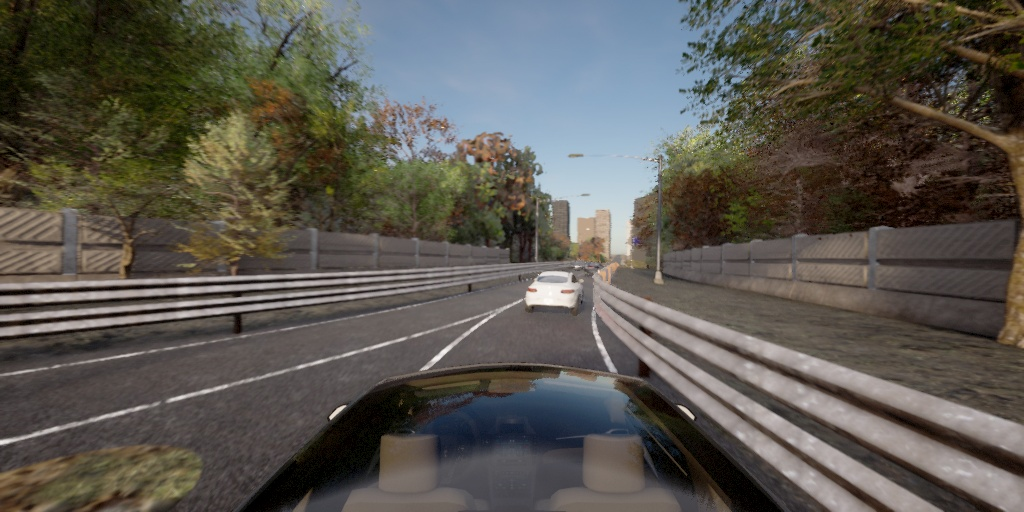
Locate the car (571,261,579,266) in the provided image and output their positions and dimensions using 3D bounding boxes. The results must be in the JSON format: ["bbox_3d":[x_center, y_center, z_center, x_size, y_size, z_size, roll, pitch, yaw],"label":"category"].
[{"bbox_3d":[10.110,1.439,54.437,2.128,1.511,4.902,1,0,17],"label":"car"}]

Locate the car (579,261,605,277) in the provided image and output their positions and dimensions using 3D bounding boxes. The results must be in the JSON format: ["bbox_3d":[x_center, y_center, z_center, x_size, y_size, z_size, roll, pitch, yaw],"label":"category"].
[{"bbox_3d":[8.657,1.382,37.670,2.128,1.511,4.902,1,0,17],"label":"car"}]

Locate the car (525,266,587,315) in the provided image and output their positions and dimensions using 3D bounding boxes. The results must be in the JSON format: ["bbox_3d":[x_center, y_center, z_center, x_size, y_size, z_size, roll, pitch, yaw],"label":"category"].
[{"bbox_3d":[1.742,1.299,13.882,1.812,1.442,4.674,1,0,14],"label":"car"}]
